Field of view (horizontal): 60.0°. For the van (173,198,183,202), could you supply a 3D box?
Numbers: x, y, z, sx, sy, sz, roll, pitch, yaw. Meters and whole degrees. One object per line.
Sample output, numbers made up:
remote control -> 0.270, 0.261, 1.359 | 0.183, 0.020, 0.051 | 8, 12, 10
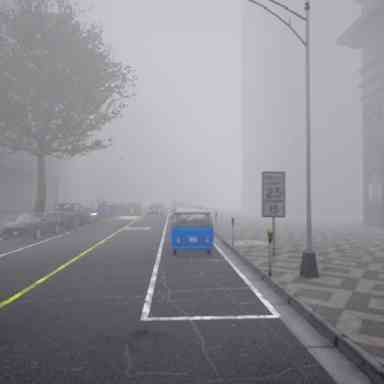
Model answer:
van -> -1.959, 2.068, 46.449 | 1.690, 1.788, 3.998 | 0, -1, -3

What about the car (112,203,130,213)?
car -> -10.728, 2.358, 50.378 | 1.947, 1.339, 4.313 | 0, -1, -3

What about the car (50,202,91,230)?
car -> -9.192, 1.683, 23.986 | 2.192, 1.841, 5.009 | 0, -1, -3

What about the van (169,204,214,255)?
van -> -0.073, 1.551, 14.028 | 1.690, 1.788, 3.998 | 0, -1, -3

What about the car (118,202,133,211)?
car -> -11.025, 2.400, 55.490 | 1.752, 1.417, 4.829 | 0, -1, -3

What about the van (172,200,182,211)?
van -> -2.587, 2.243, 57.256 | 1.690, 1.788, 3.998 | 0, -1, -3

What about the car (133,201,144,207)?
car -> -12.231, 2.761, 76.227 | 1.887, 1.381, 4.507 | 0, -1, -3

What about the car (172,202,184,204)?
car -> -1.331, 2.103, 35.638 | 2.008, 1.369, 4.403 | 0, -1, -3

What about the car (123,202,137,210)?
car -> -11.341, 2.515, 60.938 | 2.008, 1.369, 4.403 | 0, -1, -3

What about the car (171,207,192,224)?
car -> -1.017, 2.048, 30.235 | 1.802, 1.307, 4.206 | 0, -1, -3

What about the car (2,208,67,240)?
car -> -8.885, 1.830, 18.703 | 1.887, 1.381, 4.507 | 0, -1, -3

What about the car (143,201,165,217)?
car -> -4.249, 2.157, 39.158 | 2.033, 1.411, 5.357 | 0, -1, -3

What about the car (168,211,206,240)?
car -> -0.388, 1.861, 19.428 | 1.947, 1.339, 4.313 | 0, -1, -3

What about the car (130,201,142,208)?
car -> -11.915, 2.677, 70.792 | 2.008, 1.369, 4.403 | 0, -1, -3

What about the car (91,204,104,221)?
car -> -9.499, 2.003, 29.262 | 2.008, 1.369, 4.403 | 0, -1, -3

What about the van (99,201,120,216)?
van -> -10.113, 1.962, 39.824 | 1.690, 1.788, 3.998 | 0, -1, -3

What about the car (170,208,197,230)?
car -> -0.702, 1.925, 24.832 | 1.887, 1.381, 4.507 | 0, -1, -3

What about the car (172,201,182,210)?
car -> -2.912, 2.519, 62.826 | 1.752, 1.417, 4.829 | 0, -1, -3

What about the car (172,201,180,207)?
car -> -4.062, 2.871, 82.604 | 2.008, 1.369, 4.403 | 0, -1, -3

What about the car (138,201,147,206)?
car -> -12.863, 2.948, 87.096 | 2.008, 1.369, 4.403 | 0, -1, -3

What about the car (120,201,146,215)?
car -> -7.543, 2.166, 43.163 | 2.128, 1.511, 4.902 | 0, -1, -3
